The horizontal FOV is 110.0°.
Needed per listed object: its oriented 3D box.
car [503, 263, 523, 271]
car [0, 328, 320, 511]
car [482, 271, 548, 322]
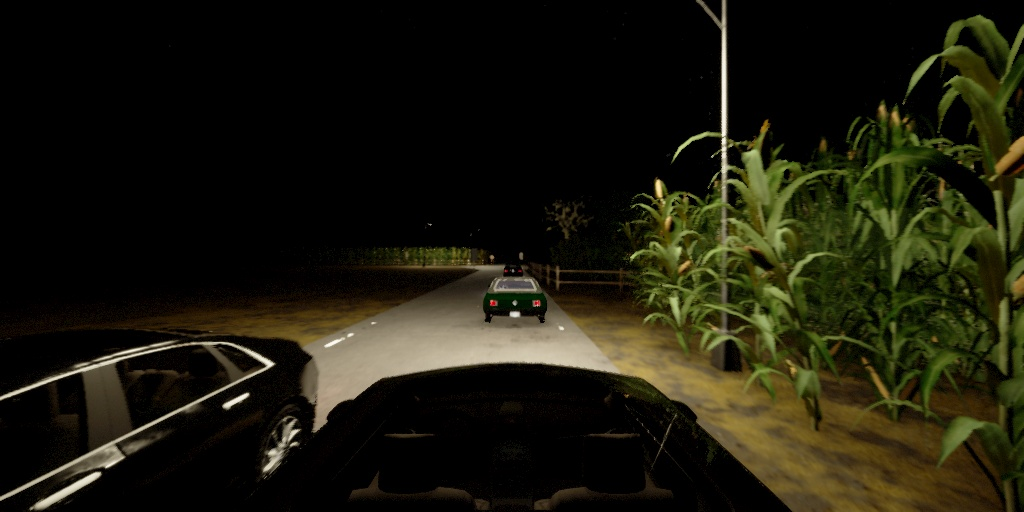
[{"bbox_3d":[0.099,1.353,33.436,2.033,1.411,5.357,0,0,0],"label":"car"},{"bbox_3d":[-2.836,1.256,1.646,1.837,1.490,4.892,0,-1,0],"label":"car"},{"bbox_3d":[0.093,1.369,12.365,1.895,1.301,4.718,0,0,0],"label":"car"}]
